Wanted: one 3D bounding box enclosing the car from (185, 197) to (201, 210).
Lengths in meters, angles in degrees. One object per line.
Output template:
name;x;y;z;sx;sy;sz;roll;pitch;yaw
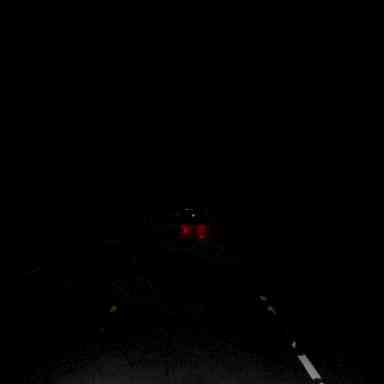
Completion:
car;0.111;1.523;44.912;2.128;1.511;4.902;0;0;0

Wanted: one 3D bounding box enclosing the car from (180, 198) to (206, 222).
car;0.107;1.467;26.264;2.128;1.511;4.902;0;0;0
